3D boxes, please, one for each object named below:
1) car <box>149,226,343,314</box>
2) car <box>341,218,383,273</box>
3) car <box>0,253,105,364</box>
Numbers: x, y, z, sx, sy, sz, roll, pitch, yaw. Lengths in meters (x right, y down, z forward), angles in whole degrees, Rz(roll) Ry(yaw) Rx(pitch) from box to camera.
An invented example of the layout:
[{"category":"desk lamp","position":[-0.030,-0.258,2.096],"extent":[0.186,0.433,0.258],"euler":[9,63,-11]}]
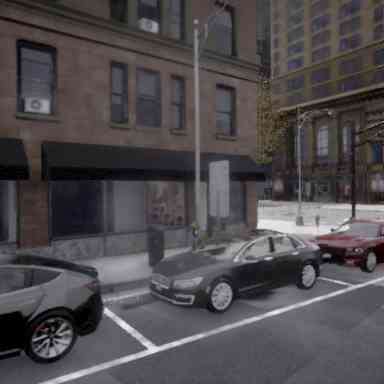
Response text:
[{"category":"car","position":[1.164,1.552,7.489],"extent":[4.403,1.369,2.008],"euler":[0,-1,-35]},{"category":"car","position":[5.647,1.547,10.685],"extent":[4.507,1.381,1.887],"euler":[0,-1,-35]},{"category":"car","position":[-3.319,1.566,4.294],"extent":[4.313,1.339,1.947],"euler":[0,-1,-35]}]
